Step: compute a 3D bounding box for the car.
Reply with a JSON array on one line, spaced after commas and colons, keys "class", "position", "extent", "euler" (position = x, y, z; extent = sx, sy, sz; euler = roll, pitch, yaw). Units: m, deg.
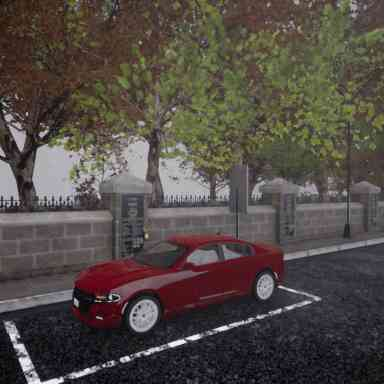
[{"class": "car", "position": [-0.045, 1.545, 6.688], "extent": [4.507, 1.381, 1.887], "euler": [0, 0, -36]}]
